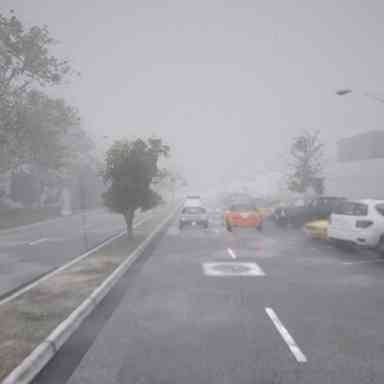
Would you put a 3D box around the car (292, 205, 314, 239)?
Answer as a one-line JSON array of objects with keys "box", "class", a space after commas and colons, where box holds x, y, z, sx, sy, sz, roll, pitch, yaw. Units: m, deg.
[{"box": [7.907, 1.585, 16.277, 5.366, 1.575, 1.946, 1, 0, -20], "class": "car"}]

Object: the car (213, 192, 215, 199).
[{"box": [8.084, 1.322, 76.212, 4.792, 1.488, 2.163, 1, 1, -20], "class": "car"}]

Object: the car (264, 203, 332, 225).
[{"box": [8.089, 1.624, 25.351, 4.674, 1.452, 2.002, 1, 0, -20], "class": "car"}]

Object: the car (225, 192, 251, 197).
[{"box": [8.071, 1.322, 52.343, 4.553, 1.767, 2.185, 1, 0, -20], "class": "car"}]

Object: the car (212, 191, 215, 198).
[{"box": [8.141, 1.253, 82.208, 4.792, 1.488, 2.163, 1, 1, -20], "class": "car"}]

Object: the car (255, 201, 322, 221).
[{"box": [8.258, 1.573, 28.424, 5.366, 1.575, 1.946, 1, 0, -20], "class": "car"}]

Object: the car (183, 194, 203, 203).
[{"box": [0.122, 1.244, 40.129, 2.150, 2.045, 5.566, 0, 0, 0], "class": "car"}]

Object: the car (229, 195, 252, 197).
[{"box": [8.070, 1.510, 46.353, 4.792, 1.488, 2.163, 1, 1, -20], "class": "car"}]

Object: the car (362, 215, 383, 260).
[{"box": [8.102, 1.598, 10.350, 4.792, 1.488, 2.163, 1, -1, -20], "class": "car"}]

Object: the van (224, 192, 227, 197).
[{"box": [8.212, 1.207, 55.378, 4.442, 1.987, 1.878, 1, 0, -20], "class": "van"}]

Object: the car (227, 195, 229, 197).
[{"box": [8.093, 1.504, 49.372, 4.674, 1.452, 2.002, 1, 0, -20], "class": "car"}]

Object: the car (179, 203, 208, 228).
[{"box": [0.113, 1.702, 23.285, 1.895, 1.301, 4.718, 0, 0, 0], "class": "car"}]

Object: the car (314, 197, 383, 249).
[{"box": [8.106, 1.331, 13.350, 5.566, 2.045, 2.435, 1, 0, -20], "class": "car"}]

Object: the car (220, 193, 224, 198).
[{"box": [8.096, 1.417, 58.319, 4.892, 1.521, 2.231, 1, 0, -20], "class": "car"}]

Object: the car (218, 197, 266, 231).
[{"box": [3.112, 1.456, 21.655, 2.097, 1.767, 4.553, 0, 0, 0], "class": "car"}]

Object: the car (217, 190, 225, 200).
[{"box": [8.082, 1.148, 61.286, 5.566, 2.045, 2.435, 1, 1, -20], "class": "car"}]

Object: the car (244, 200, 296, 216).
[{"box": [8.063, 1.574, 34.348, 4.792, 1.488, 2.163, 1, 1, -20], "class": "car"}]

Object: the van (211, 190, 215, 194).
[{"box": [8.013, 0.906, 88.108, 4.442, 1.987, 1.878, 0, 1, -20], "class": "van"}]

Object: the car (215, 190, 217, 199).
[{"box": [8.137, 1.116, 67.282, 5.566, 2.045, 2.435, 1, 0, -20], "class": "car"}]

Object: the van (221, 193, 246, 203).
[{"box": [8.000, 1.157, 64.239, 4.442, 1.987, 1.878, 1, 1, -20], "class": "van"}]

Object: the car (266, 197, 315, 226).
[{"box": [8.060, 1.343, 22.331, 5.566, 2.045, 2.435, 1, 0, -20], "class": "car"}]
